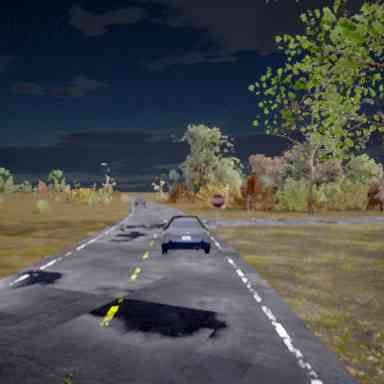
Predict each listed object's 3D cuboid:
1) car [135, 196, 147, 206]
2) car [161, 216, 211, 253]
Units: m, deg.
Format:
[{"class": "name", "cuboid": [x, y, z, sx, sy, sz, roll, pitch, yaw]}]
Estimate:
[{"class": "car", "cuboid": [-10.585, 1.858, 68.260, 2.150, 2.045, 5.566, 0, -1, -10]}, {"class": "car", "cuboid": [-0.294, 1.702, 14.375, 1.994, 1.385, 4.181, 0, 0, -2]}]
